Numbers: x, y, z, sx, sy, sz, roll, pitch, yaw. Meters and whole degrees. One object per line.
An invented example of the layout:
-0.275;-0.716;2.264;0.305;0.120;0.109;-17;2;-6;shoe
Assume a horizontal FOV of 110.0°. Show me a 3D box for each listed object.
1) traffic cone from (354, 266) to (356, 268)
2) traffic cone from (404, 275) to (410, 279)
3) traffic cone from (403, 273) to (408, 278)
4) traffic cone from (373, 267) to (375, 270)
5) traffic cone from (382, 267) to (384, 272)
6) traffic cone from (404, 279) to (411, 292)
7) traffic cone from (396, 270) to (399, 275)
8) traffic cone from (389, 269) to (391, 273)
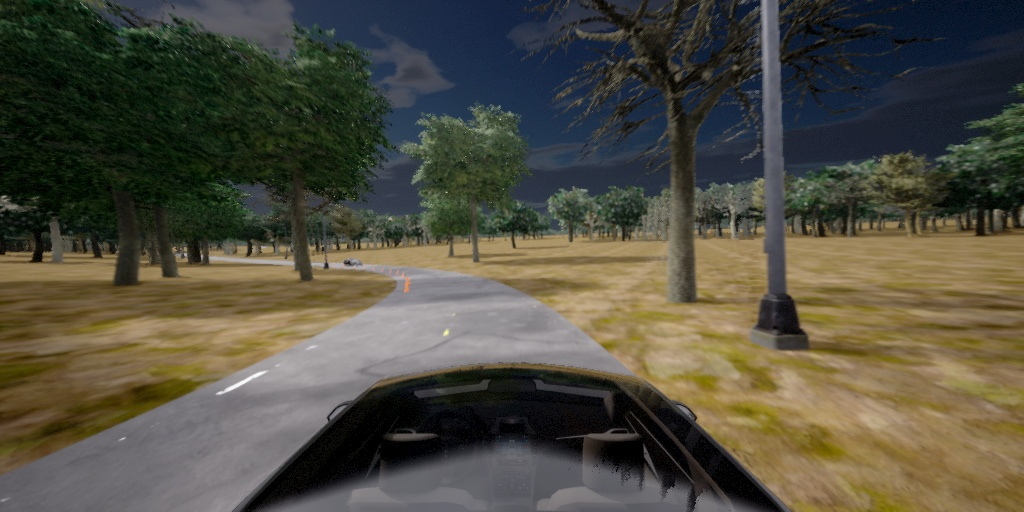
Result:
-26.184;1.752;59.783;0.340;0.580;0.340;0;0;-42;traffic cone
-7.496;1.841;26.168;0.340;0.580;0.340;0;0;-16;traffic cone
-8.971;1.851;30.789;0.340;0.580;0.340;0;0;-19;traffic cone
-20.110;1.805;52.233;0.340;0.580;0.340;0;0;-36;traffic cone
-17.404;1.825;48.212;0.340;0.580;0.340;0;0;-32;traffic cone
-6.283;1.834;21.471;0.340;0.580;0.340;0;0;-13;traffic cone
-12.694;1.850;39.741;0.340;0.580;0.340;0;0;-26;traffic cone
-14.929;1.840;44.043;0.340;0.580;0.340;0;0;-29;traffic cone
